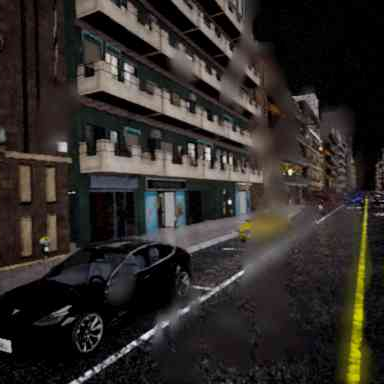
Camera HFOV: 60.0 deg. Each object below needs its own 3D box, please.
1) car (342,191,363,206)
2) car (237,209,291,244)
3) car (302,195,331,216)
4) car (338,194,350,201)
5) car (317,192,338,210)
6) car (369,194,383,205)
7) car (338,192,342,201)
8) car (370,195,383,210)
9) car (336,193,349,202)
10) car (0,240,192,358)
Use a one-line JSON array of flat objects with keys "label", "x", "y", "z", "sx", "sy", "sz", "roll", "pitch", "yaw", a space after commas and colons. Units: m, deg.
[{"label": "car", "x": 23.584, "y": 0.876, "z": 48.353, "sx": 2.150, "sy": 2.045, "sz": 5.566, "roll": -2, "pitch": -1, "yaw": 28}, {"label": "car", "x": 3.632, "y": 1.555, "z": 16.248, "sx": 1.752, "sy": 1.417, "sz": 4.829, "roll": -2, "pitch": 0, "yaw": 28}, {"label": "car", "x": 11.590, "y": 1.342, "z": 31.360, "sx": 1.967, "sy": 1.590, "sz": 4.097, "roll": -2, "pitch": 0, "yaw": 28}, {"label": "car", "x": 32.610, "y": 1.102, "z": 71.251, "sx": 1.887, "sy": 1.381, "sz": 4.507, "roll": -2, "pitch": 0, "yaw": 28}, {"label": "car", "x": 14.214, "y": 1.174, "z": 36.347, "sx": 2.192, "sy": 1.841, "sz": 5.009, "roll": -2, "pitch": 0, "yaw": 28}, {"label": "car", "x": 26.813, "y": 1.109, "z": 48.049, "sx": 1.994, "sy": 1.385, "sz": 4.181, "roll": -2, "pitch": -1, "yaw": 28}, {"label": "car", "x": 27.349, "y": 0.960, "z": 61.280, "sx": 2.192, "sy": 1.841, "sz": 5.009, "roll": -2, "pitch": 0, "yaw": 28}, {"label": "car", "x": 20.994, "y": 1.132, "z": 36.957, "sx": 2.128, "sy": 1.511, "sz": 4.902, "roll": -2, "pitch": 0, "yaw": 28}, {"label": "car", "x": 29.979, "y": 1.041, "z": 66.265, "sx": 1.967, "sy": 1.590, "sz": 4.097, "roll": -2, "pitch": 0, "yaw": 28}, {"label": "car", "x": -1.542, "y": 1.677, "z": 6.425, "sx": 1.947, "sy": 1.339, "sz": 4.313, "roll": -2, "pitch": 0, "yaw": 28}]
